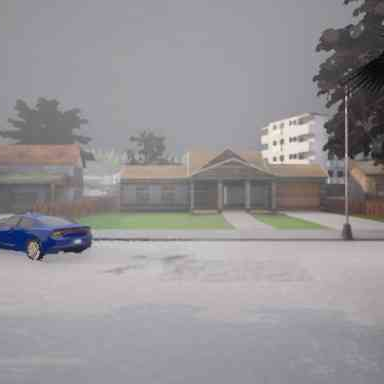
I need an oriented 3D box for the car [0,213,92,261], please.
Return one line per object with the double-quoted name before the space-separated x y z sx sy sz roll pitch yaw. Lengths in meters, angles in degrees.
"car" -6.016 1.541 12.585 5.008 1.535 1.882 0 -1 31
